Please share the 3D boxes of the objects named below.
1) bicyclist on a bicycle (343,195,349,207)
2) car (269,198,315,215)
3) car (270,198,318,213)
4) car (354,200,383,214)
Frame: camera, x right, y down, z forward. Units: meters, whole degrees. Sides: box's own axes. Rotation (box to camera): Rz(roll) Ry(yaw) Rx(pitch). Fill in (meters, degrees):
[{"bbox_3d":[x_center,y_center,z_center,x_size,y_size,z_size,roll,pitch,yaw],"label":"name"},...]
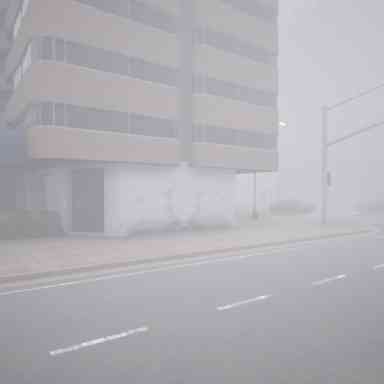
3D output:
[{"bbox_3d":[22.058,1.296,47.707,1.656,1.620,0.582,0,0,-36],"label":"bicyclist on a bicycle"},{"bbox_3d":[9.922,1.560,33.823,1.994,1.385,4.181,0,0,-36],"label":"car"},{"bbox_3d":[11.441,1.474,37.686,1.882,1.535,5.008,0,0,-36],"label":"car"},{"bbox_3d":[19.237,1.543,33.238,2.033,1.411,5.357,0,0,-37],"label":"car"}]
